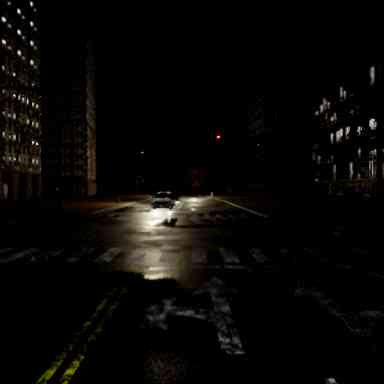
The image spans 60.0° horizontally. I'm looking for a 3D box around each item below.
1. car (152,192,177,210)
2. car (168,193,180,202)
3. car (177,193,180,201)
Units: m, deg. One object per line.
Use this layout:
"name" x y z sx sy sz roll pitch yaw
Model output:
"car" -3.251 1.042 37.924 2.150 2.045 5.566 0 2 0
"car" -3.339 1.000 63.599 2.128 1.511 4.902 0 1 -1
"car" -3.254 1.193 47.258 2.033 1.411 5.357 0 1 0
